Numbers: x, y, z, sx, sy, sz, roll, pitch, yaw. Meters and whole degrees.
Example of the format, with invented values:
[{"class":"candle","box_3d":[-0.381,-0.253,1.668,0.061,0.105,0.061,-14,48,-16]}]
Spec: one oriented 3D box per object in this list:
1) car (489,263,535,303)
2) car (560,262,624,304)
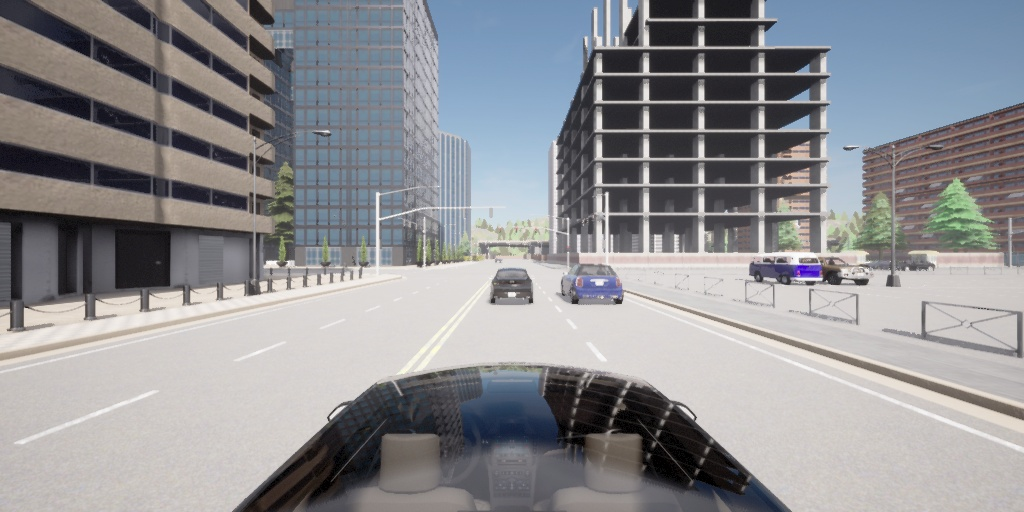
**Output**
[{"class":"car","box_3d":[0.000,1.265,16.500,1.837,1.490,4.892,0,0,0]},{"class":"car","box_3d":[3.500,1.115,16.470,2.097,1.767,4.553,0,0,0]}]
